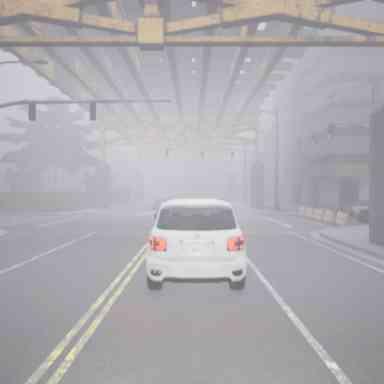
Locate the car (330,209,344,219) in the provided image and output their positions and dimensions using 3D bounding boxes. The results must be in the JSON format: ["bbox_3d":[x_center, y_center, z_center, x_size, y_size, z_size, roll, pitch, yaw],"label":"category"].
[{"bbox_3d":[13.609,1.326,26.311,4.974,1.542,2.038,0,0,25],"label":"car"}]

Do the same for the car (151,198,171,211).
[{"bbox_3d":[-3.567,1.413,39.114,1.895,1.301,4.718,0,0,0],"label":"car"}]

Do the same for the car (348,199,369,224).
[{"bbox_3d":[13.279,1.346,22.152,4.974,1.542,2.038,0,0,-20],"label":"car"}]

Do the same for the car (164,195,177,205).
[{"bbox_3d":[-3.526,1.263,54.728,1.812,1.442,4.674,0,0,0],"label":"car"}]

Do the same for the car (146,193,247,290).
[{"bbox_3d":[0.086,1.177,9.108,2.150,2.045,5.566,0,0,0],"label":"car"}]

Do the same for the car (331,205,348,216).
[{"bbox_3d":[13.656,1.169,26.289,4.536,1.218,1.853,0,0,25],"label":"car"}]
